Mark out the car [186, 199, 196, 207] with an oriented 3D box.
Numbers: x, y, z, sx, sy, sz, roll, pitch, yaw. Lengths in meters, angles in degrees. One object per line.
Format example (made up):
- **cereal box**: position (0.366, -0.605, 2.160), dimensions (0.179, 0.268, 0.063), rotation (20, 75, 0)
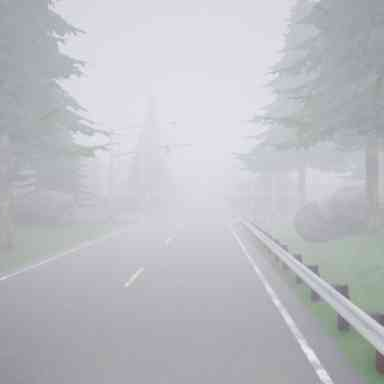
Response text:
- **car**: position (-0.151, 2.171, 66.595), dimensions (1.812, 1.442, 4.674), rotation (0, 0, 4)
